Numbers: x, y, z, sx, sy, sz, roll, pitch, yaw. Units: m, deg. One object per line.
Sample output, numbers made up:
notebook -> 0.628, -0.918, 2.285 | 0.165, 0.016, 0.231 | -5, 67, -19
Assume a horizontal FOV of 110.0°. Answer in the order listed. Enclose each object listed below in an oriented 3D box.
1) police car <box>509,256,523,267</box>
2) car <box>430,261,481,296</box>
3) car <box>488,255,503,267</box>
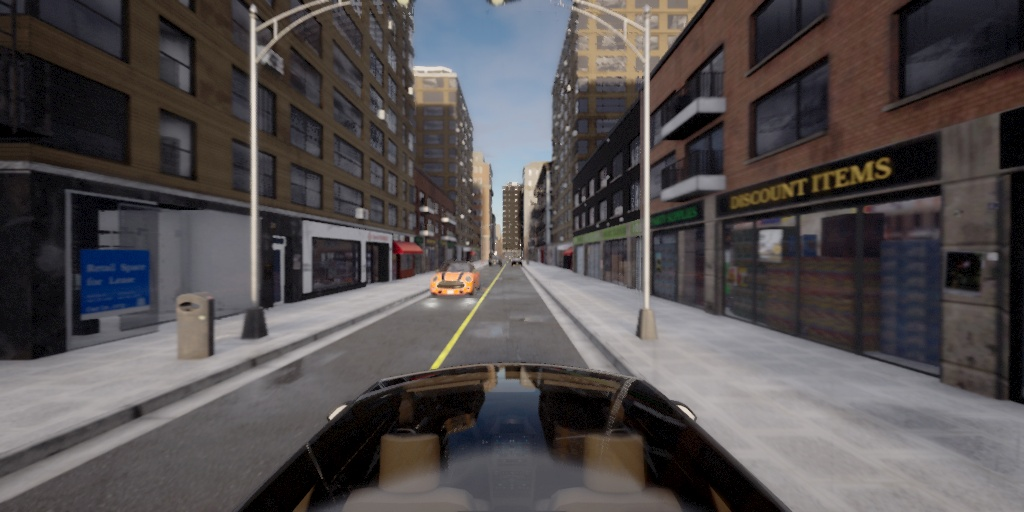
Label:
police car -> 0.840, 1.016, 61.017 | 1.930, 1.638, 5.238 | 0, 0, 0
car -> -2.844, 1.066, 18.821 | 2.097, 1.767, 4.553 | 0, 0, 0
car -> -2.768, 0.815, 60.736 | 2.150, 2.045, 5.566 | 0, 0, 1
